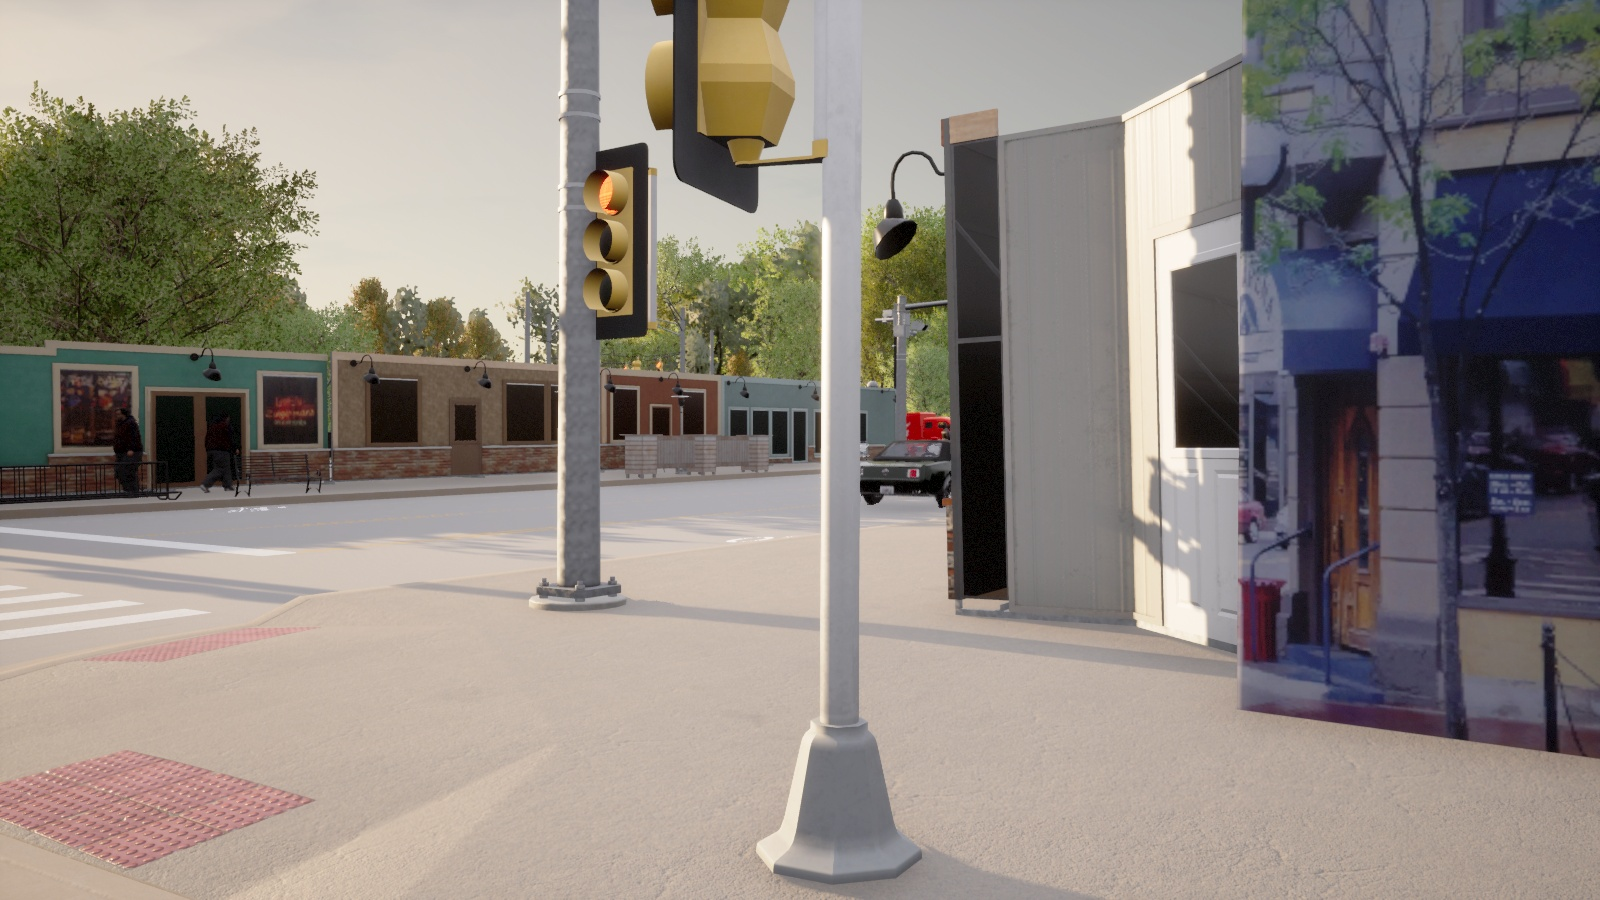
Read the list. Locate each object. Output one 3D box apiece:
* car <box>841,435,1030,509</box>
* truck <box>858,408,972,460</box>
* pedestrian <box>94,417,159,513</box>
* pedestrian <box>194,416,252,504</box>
[{"bbox_3d":[2.891,0.384,25.768,1.895,1.301,4.718,0,1,33],"label":"car"},{"bbox_3d":[6.028,-0.824,65.672,5.204,2.467,2.627,-3,0,29],"label":"truck"},{"bbox_3d":[-13.198,0.277,24.604,0.634,1.844,0.899,0,1,36],"label":"pedestrian"},{"bbox_3d":[-12.374,0.206,26.930,0.634,1.844,0.899,0,1,35],"label":"pedestrian"}]
